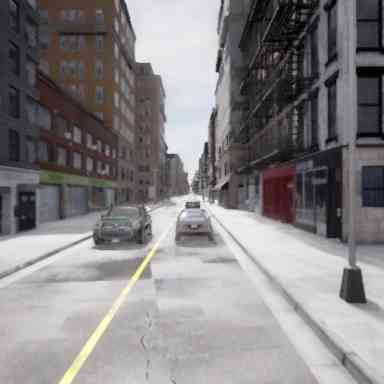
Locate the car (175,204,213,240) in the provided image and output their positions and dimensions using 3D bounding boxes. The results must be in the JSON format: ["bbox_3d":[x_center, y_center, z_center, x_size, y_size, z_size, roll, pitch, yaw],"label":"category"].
[{"bbox_3d":[0.103,1.572,17.224,2.033,1.411,5.357,0,0,0],"label":"car"}]

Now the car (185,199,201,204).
[{"bbox_3d":[0.106,1.558,41.782,2.128,1.511,4.902,0,0,0],"label":"car"}]

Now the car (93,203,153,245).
[{"bbox_3d":[-3.096,1.374,15.655,2.097,1.767,4.553,0,0,0],"label":"car"}]
